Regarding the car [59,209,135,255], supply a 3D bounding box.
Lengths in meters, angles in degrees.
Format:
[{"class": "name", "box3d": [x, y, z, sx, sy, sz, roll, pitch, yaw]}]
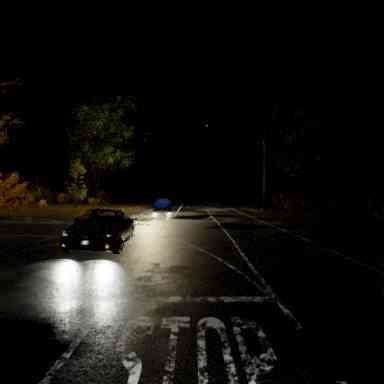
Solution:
[{"class": "car", "box3d": [-3.443, 1.374, 12.741, 1.994, 1.385, 4.181, 1, 2, 0]}]

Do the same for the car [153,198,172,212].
[{"class": "car", "box3d": [-3.410, 1.492, 39.077, 1.882, 1.535, 5.008, 0, 0, 0]}]
